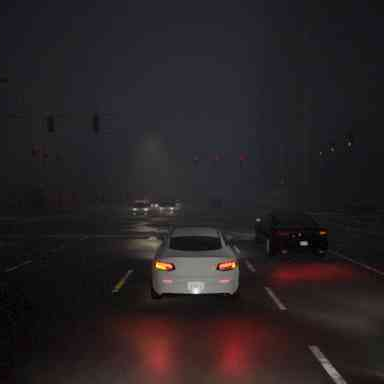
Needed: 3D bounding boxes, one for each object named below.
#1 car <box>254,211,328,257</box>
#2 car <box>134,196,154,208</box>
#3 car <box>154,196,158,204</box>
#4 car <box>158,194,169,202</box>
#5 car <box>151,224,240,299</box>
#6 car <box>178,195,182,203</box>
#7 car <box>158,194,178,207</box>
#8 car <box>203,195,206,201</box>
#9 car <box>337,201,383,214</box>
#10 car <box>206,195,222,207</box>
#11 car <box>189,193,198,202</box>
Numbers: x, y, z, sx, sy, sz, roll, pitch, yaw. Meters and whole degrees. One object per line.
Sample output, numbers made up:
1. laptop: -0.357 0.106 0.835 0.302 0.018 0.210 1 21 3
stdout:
1. car: 3.647 1.477 13.005 1.882 1.535 5.008 0 0 2
2. car: -7.240 1.477 48.819 1.882 1.535 5.008 0 1 1
3. car: -6.995 1.490 62.810 2.128 1.511 4.902 0 0 1
4. car: -6.693 1.345 77.955 2.097 1.767 4.553 0 0 1
5. car: 0.062 1.526 8.295 1.812 1.442 4.674 0 0 0
6. car: -3.450 1.505 64.663 1.837 1.490 4.892 0 0 1
7. car: -3.704 1.476 51.216 1.882 1.535 5.008 0 0 1
8. car: 3.934 1.476 85.749 1.882 1.535 5.008 0 0 1
9. car: 17.776 1.600 34.667 4.718 1.301 1.895 0 0 0
10. car: 3.479 1.476 50.647 1.882 1.535 5.008 0 0 1
11. car: 0.329 1.589 79.257 1.895 1.301 4.718 0 0 1
